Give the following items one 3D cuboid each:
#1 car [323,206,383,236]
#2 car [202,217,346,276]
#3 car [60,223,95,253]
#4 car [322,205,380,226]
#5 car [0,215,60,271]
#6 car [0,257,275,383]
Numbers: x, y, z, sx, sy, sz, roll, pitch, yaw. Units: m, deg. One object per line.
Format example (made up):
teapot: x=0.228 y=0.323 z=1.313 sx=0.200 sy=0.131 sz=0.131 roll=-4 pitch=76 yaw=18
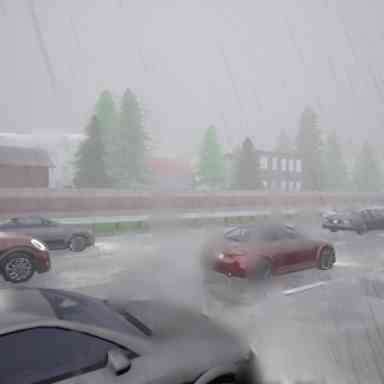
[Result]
car: x=9.730 y=1.648 z=19.287 sx=5.357 sy=1.411 sz=2.033 roll=0 pitch=0 yaw=-36
car: x=2.322 y=1.603 z=9.702 sx=4.181 sy=1.385 sz=1.994 roll=0 pitch=0 yaw=-35
car: x=-5.834 y=1.576 z=12.480 sx=4.181 sy=1.385 sz=1.994 roll=0 pitch=0 yaw=-36
car: x=12.134 y=1.729 z=25.299 sx=4.718 sy=1.301 sz=1.895 roll=0 pitch=0 yaw=-36
car: x=-5.930 y=1.350 z=8.113 sx=4.553 sy=1.767 sz=2.097 roll=0 pitch=0 yaw=-36
car: x=-1.341 y=1.566 z=2.789 sx=4.181 sy=1.385 sz=1.994 roll=0 pitch=0 yaw=-36
